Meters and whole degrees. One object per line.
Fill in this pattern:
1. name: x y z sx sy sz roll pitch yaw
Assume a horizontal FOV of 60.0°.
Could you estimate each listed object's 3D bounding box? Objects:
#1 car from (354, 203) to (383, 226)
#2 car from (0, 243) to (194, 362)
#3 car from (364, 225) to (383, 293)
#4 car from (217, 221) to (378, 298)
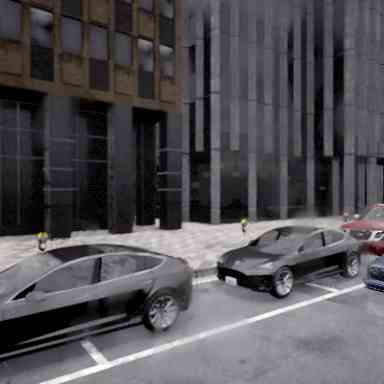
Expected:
1. car: 7.220 1.328 11.799 5.009 1.841 2.192 0 0 -35
2. car: -1.959 1.567 5.254 4.313 1.339 1.947 0 0 -35
3. car: 6.209 1.557 7.806 5.357 1.411 2.033 0 0 -35
4. car: 2.631 1.573 8.526 4.313 1.339 1.947 0 0 -35
